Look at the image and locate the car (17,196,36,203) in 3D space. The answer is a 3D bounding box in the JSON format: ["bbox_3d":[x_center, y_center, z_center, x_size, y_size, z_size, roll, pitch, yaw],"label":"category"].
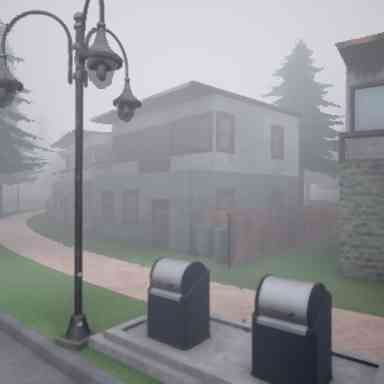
[{"bbox_3d":[-27.163,1.297,55.657,1.882,1.535,5.008,0,0,7],"label":"car"}]

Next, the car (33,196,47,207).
[{"bbox_3d":[-23.638,1.815,55.259,1.895,1.301,4.718,0,0,10],"label":"car"}]
